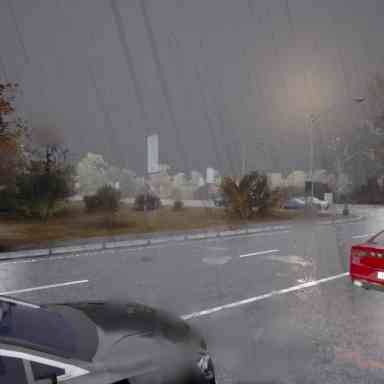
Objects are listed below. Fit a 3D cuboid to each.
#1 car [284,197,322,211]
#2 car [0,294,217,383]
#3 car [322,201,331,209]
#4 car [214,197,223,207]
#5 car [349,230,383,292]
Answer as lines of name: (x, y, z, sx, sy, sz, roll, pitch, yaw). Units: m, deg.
car: (11.113, 1.334, 37.009, 2.033, 1.411, 5.357, -1, 0, -39)
car: (-2.007, 1.492, 2.299, 4.902, 1.511, 2.128, 0, 0, -35)
car: (13.898, 1.281, 39.162, 1.812, 1.442, 4.674, -1, 0, -39)
car: (5.056, 1.296, 44.561, 1.837, 1.490, 4.892, -1, 0, -39)
car: (5.709, 1.445, 7.814, 5.008, 1.535, 1.882, 0, 0, -36)
